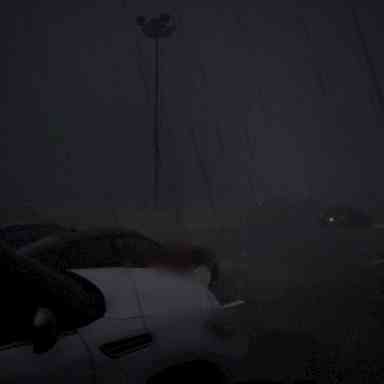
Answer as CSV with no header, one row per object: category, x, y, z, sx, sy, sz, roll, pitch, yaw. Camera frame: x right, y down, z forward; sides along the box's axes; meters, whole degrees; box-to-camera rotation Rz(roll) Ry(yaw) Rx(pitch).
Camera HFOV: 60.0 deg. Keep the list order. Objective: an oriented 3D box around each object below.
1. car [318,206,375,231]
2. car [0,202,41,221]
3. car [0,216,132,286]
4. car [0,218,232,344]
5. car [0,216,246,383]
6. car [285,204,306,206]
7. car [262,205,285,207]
car,9.585,1.573,20.545,4.181,1.385,1.994,0,0,-41
car,-15.065,1.603,27.793,4.181,1.385,1.994,0,0,-37
car,-4.238,1.538,9.420,4.674,1.442,1.812,0,0,-36
car,-1.653,1.486,6.986,5.008,1.535,1.882,0,0,-36
car,-2.147,1.226,2.286,5.566,2.045,2.150,0,0,-36
car,13.285,1.513,38.763,2.128,1.511,4.902,0,0,44
car,10.084,1.378,40.498,2.097,1.767,4.553,0,0,44
